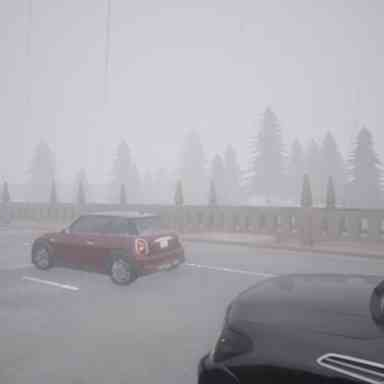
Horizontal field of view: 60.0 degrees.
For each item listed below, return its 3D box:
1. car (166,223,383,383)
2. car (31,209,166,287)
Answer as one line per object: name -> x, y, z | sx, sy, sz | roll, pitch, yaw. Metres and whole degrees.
car -> 2.682, 1.206, 1.931 | 5.566, 2.045, 2.150 | 0, 0, 37
car -> -2.509, 1.342, 9.518 | 4.553, 1.767, 2.097 | 0, 0, 32
